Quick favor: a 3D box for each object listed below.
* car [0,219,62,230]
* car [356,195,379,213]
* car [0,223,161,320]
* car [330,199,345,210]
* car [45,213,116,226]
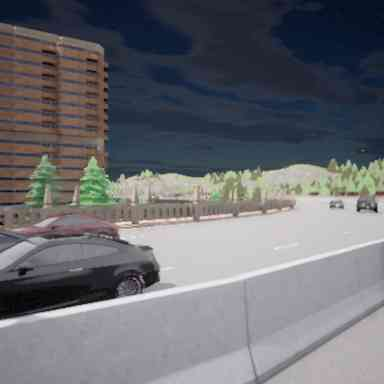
[{"bbox_3d":[-5.863,1.613,8.559,4.181,1.385,1.994,0,0,-37],"label":"car"},{"bbox_3d":[21.089,1.431,39.975,2.150,2.045,5.566,0,0,27],"label":"car"},{"bbox_3d":[-2.804,1.563,6.456,4.674,1.442,1.812,0,0,-37],"label":"car"},{"bbox_3d":[21.126,1.747,48.385,2.128,1.511,4.902,0,0,23],"label":"car"},{"bbox_3d":[-5.232,1.601,13.411,4.674,1.442,1.812,0,0,-39],"label":"car"}]
